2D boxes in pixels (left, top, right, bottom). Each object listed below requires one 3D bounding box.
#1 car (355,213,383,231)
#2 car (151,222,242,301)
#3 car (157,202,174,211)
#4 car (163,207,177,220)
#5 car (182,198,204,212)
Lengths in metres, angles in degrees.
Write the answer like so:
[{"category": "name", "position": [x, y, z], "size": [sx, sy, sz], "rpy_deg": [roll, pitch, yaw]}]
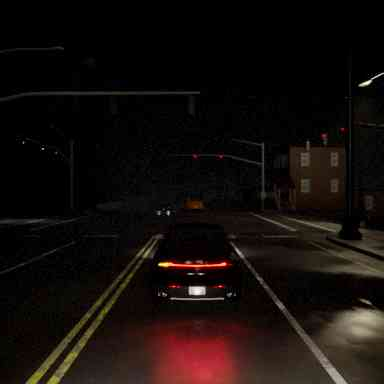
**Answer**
[{"category": "car", "position": [15.805, 2.559, 28.813], "size": [4.892, 1.490, 1.837], "rpy_deg": [7, 0, 0]}, {"category": "car", "position": [0.088, 1.505, 8.325], "size": [1.837, 1.490, 4.892], "rpy_deg": [0, 0, 0]}, {"category": "car", "position": [-3.662, 2.056, 45.623], "size": [2.033, 1.411, 5.357], "rpy_deg": [0, -4, 0]}, {"category": "car", "position": [-3.674, 3.615, 55.725], "size": [2.033, 1.411, 5.357], "rpy_deg": [0, -12, 0]}, {"category": "car", "position": [0.009, 1.448, 37.100], "size": [1.882, 1.535, 5.008], "rpy_deg": [-1, -2, -10]}]
